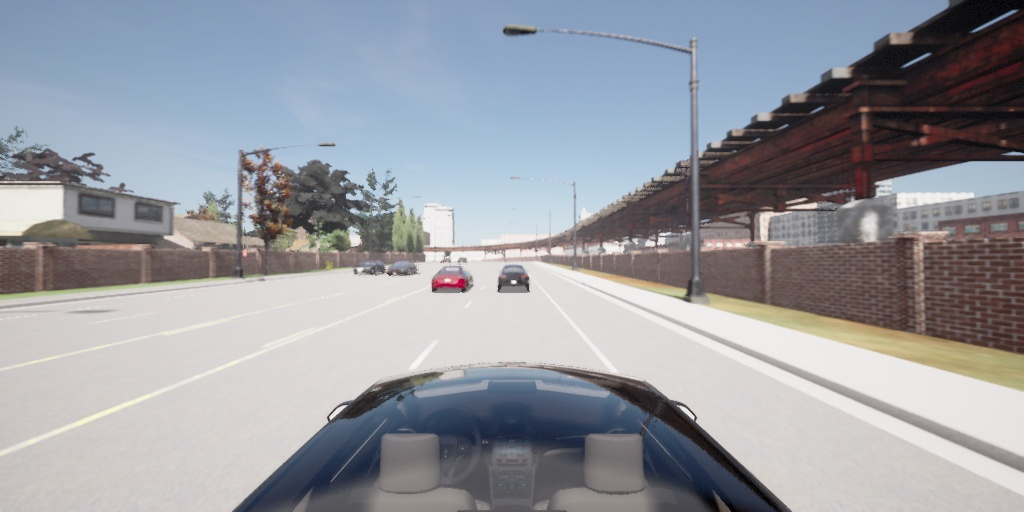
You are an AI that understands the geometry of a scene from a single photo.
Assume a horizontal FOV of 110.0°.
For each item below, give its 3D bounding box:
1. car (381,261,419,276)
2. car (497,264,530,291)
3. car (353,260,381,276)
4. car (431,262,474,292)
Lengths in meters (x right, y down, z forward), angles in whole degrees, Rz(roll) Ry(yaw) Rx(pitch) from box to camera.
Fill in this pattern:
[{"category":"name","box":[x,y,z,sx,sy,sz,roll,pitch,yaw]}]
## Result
[{"category":"car","box":[-10.578,1.180,35.029,2.033,1.411,5.357,0,0,0]},{"category":"car","box":[0.087,1.206,21.257,1.812,1.442,4.674,0,0,0]},{"category":"car","box":[-14.074,1.123,35.681,2.128,1.511,4.902,0,0,0]},{"category":"car","box":[-3.400,1.246,20.980,1.994,1.385,4.181,0,0,0]}]
